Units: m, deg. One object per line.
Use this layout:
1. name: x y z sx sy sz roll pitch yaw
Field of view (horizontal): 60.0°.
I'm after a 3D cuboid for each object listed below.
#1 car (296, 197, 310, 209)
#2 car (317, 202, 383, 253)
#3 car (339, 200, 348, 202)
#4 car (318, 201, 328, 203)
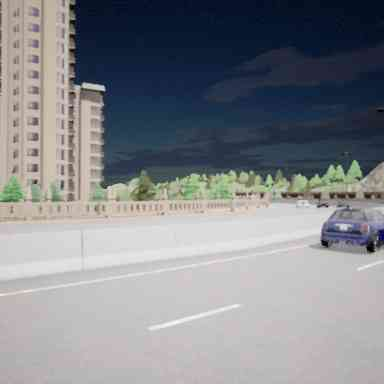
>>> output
1. car: 20.601 1.981 61.744 2.150 2.045 5.566 0 -1 18
2. car: 7.598 1.502 14.763 4.553 1.767 2.097 1 -1 -44
3. car: 27.490 2.280 60.343 1.837 1.490 4.892 1 -1 18
4. car: 24.234 2.320 61.528 2.033 1.411 5.357 0 -1 17
